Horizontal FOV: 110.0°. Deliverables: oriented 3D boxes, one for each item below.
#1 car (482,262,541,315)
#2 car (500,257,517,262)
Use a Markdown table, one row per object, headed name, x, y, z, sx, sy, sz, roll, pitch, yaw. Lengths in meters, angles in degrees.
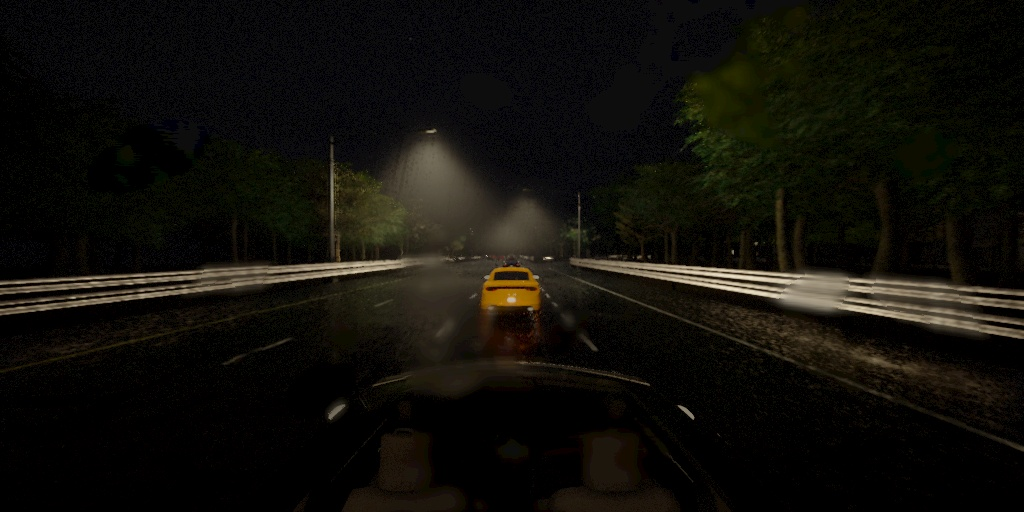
| name | x | y | z | sx | sy | sz | roll | pitch | yaw |
| --- | --- | --- | --- | --- | --- | --- | --- | --- | --- |
| car | -0.017 | 1.168 | 13.343 | 1.882 | 1.535 | 5.008 | 0 | 0 | 0 |
| car | -0.060 | 1.110 | 41.306 | 1.994 | 1.385 | 4.181 | 0 | 0 | 0 |
